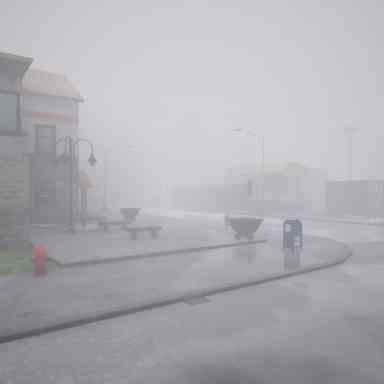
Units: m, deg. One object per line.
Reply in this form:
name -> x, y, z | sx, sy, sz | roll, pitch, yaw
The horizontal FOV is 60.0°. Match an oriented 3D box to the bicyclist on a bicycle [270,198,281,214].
bicyclist on a bicycle -> 8.065, 1.352, 32.011 | 1.656, 1.620, 0.582 | 0, 0, -35
